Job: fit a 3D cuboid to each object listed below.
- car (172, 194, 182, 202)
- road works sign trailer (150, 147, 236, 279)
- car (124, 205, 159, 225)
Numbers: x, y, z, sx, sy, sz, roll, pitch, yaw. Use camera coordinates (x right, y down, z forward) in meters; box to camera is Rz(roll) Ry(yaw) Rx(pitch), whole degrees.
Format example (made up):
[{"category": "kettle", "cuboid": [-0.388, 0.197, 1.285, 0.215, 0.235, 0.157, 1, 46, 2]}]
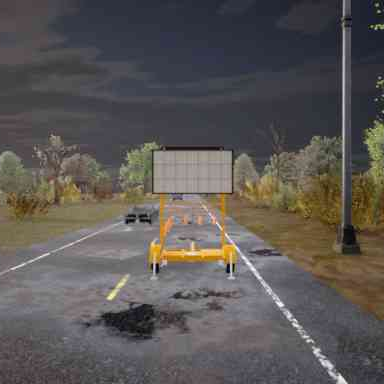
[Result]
[{"category": "car", "cuboid": [-3.331, 1.136, 76.698, 2.150, 2.045, 5.566, 0, 0, 0]}, {"category": "road works sign trailer", "cuboid": [0.023, 0.464, 9.989, 2.380, 3.560, 2.880, 0, 0, 0]}, {"category": "car", "cuboid": [-3.548, 1.594, 23.876, 1.895, 1.301, 4.718, 0, 0, 0]}]
